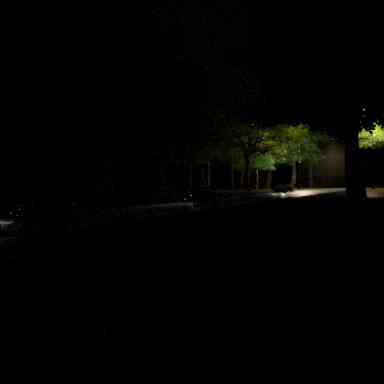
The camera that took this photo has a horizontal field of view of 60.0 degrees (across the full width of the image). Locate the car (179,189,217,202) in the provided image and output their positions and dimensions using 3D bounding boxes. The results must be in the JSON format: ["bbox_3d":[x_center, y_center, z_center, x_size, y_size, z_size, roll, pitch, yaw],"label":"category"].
[{"bbox_3d":[0.643,0.374,35.594,1.895,1.301,4.718,-1,2,38],"label":"car"}]

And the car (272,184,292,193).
[{"bbox_3d":[14.622,-0.547,53.626,1.812,1.442,4.674,-1,1,38],"label":"car"}]

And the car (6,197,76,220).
[{"bbox_3d":[-9.876,1.016,21.924,1.994,1.385,4.181,-1,2,37],"label":"car"}]
